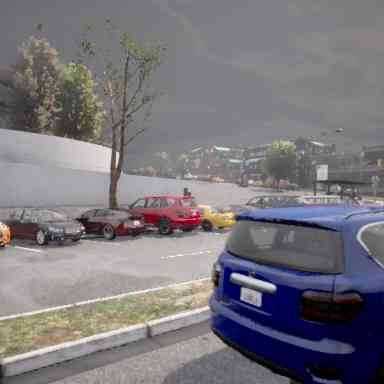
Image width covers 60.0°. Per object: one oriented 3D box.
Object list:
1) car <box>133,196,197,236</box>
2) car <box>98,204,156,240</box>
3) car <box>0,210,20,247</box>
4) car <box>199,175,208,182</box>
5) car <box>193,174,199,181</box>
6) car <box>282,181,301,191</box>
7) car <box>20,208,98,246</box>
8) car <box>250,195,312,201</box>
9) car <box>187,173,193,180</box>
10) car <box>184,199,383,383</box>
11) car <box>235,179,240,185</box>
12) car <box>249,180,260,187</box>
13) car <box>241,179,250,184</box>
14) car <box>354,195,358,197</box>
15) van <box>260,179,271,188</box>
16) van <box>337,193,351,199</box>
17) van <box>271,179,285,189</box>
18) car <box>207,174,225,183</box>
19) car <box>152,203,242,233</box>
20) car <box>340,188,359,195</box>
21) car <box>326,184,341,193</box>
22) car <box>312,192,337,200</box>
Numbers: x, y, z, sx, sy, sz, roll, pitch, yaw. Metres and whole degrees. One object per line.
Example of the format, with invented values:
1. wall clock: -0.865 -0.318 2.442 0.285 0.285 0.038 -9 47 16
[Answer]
1. car: -2.084 1.249 18.759 5.566 2.045 2.435 -1 -1 34
2. car: -4.528 1.525 17.012 4.792 1.488 2.163 -1 -1 34
3. car: -9.411 1.367 13.536 4.553 1.767 2.185 -1 -1 34
4. car: 5.069 -3.697 89.570 2.435 2.045 5.566 7 3 34
5. car: 3.273 -3.849 92.035 2.185 1.767 4.553 6 3 34
6. car: 20.680 -0.991 67.466 2.231 1.521 4.892 7 3 35
7. car: -6.946 1.494 15.263 4.892 1.521 2.231 -1 -1 34
8. car: 5.265 1.264 23.977 5.566 2.045 2.435 -1 -1 35
9. car: 1.541 -4.083 94.503 2.185 1.767 4.553 4 1 33
10. car: 2.816 1.225 5.150 5.566 2.045 2.150 0 0 -36
11. car: 12.034 -2.315 79.806 2.002 1.452 4.674 7 3 35
12. car: 15.611 -1.810 75.026 1.946 1.575 5.366 7 3 35
13. car: 13.778 -2.042 77.345 2.002 1.452 4.674 7 4 35
14. car: 12.722 1.405 29.108 4.553 1.767 2.185 -1 -1 35
15. van: 17.188 -1.762 72.297 1.878 1.987 4.442 7 4 35
16. van: 10.314 1.298 27.356 4.442 1.987 1.878 -1 -1 35
17. van: 18.919 -1.489 69.827 1.878 1.987 4.442 7 4 35
18. car: 6.922 -3.174 87.312 1.946 1.575 5.366 7 3 34
19. car: 0.234 1.504 20.588 5.366 1.575 1.946 -1 -1 35
20. car: 27.590 0.138 57.613 2.002 1.452 4.674 7 3 35
21. car: 25.897 -0.424 60.084 2.435 2.045 5.566 7 3 35
22. car: 7.777 1.268 25.684 5.566 2.045 2.435 -1 -1 35
